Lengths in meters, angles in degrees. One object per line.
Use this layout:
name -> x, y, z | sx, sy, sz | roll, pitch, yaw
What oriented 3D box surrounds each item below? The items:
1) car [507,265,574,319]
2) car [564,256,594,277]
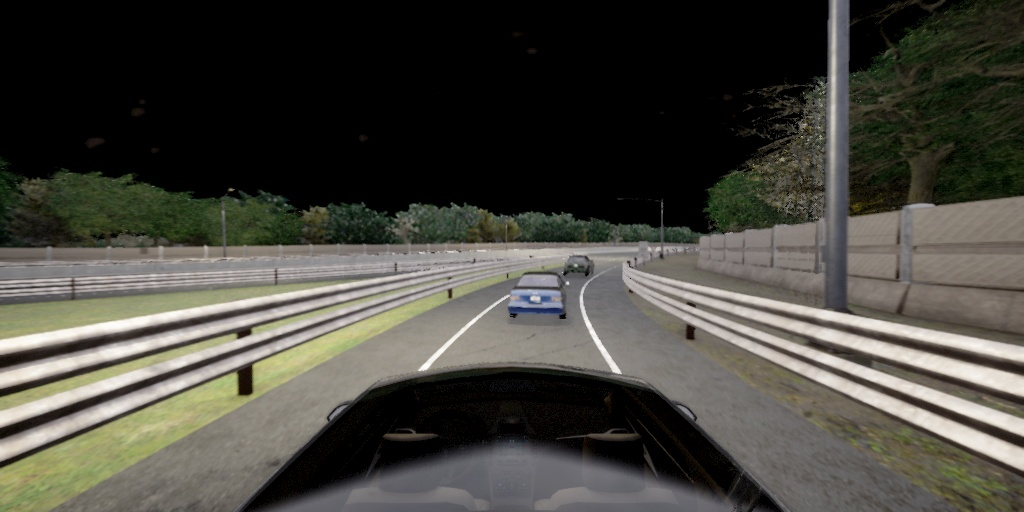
car -> 1.033, 1.247, 12.753 | 2.033, 1.411, 5.357 | 0, 1, 8
car -> 5.863, 0.739, 30.985 | 2.097, 1.767, 4.553 | 1, 1, 19
